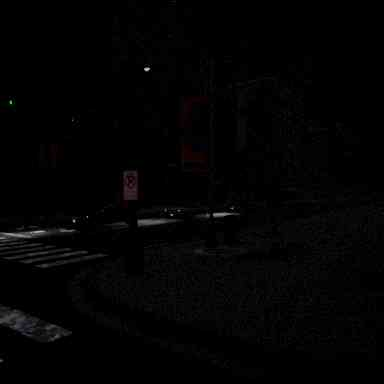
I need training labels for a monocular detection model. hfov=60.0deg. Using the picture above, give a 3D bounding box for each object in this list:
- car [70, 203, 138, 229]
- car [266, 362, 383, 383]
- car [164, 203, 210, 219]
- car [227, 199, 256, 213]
[{"bbox_3d":[-5.780,1.512,22.332,2.128,1.511,4.902,0,0,36],"label":"car"},{"bbox_3d":[2.199,1.551,1.278,4.403,1.369,2.008,0,0,36],"label":"car"},{"bbox_3d":[-0.423,1.637,29.939,1.895,1.301,4.718,0,0,36],"label":"car"},{"bbox_3d":[5.853,1.551,38.789,2.128,1.511,4.902,0,0,35],"label":"car"}]
